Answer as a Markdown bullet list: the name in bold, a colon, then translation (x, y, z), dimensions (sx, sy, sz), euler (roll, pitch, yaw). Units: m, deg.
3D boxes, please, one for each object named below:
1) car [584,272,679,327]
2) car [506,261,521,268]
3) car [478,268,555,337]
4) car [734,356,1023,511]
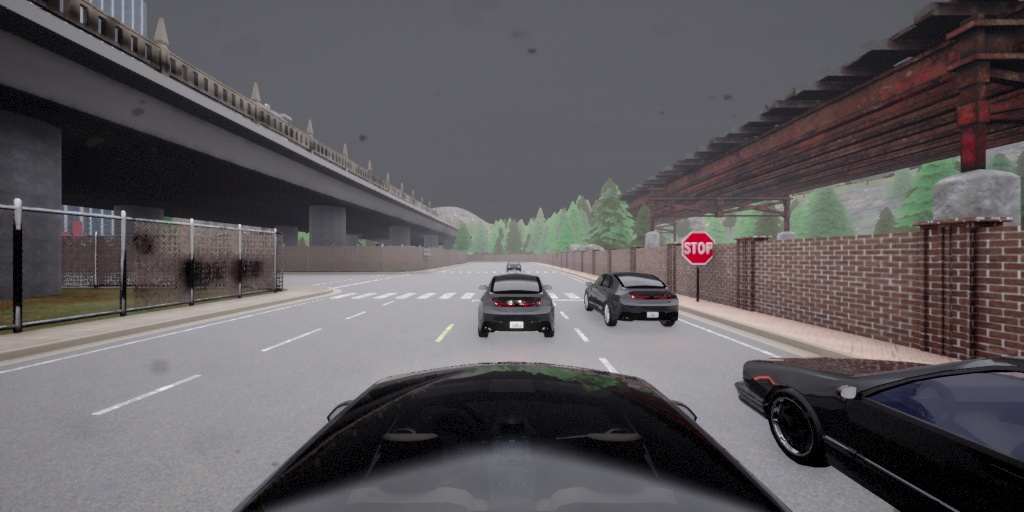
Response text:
- **car**: translation (3.609, 1.255, 11.586), dimensions (1.837, 1.490, 4.892), euler (0, 0, 0)
- **car**: translation (0.225, 1.351, 46.306), dimensions (1.895, 1.301, 4.718), euler (0, 0, -1)
- **car**: translation (0.106, 1.255, 10.229), dimensions (1.837, 1.490, 4.892), euler (0, 0, 0)
- **car**: translation (3.600, 1.297, 1.839), dimensions (2.033, 1.411, 5.357), euler (0, 0, 0)
